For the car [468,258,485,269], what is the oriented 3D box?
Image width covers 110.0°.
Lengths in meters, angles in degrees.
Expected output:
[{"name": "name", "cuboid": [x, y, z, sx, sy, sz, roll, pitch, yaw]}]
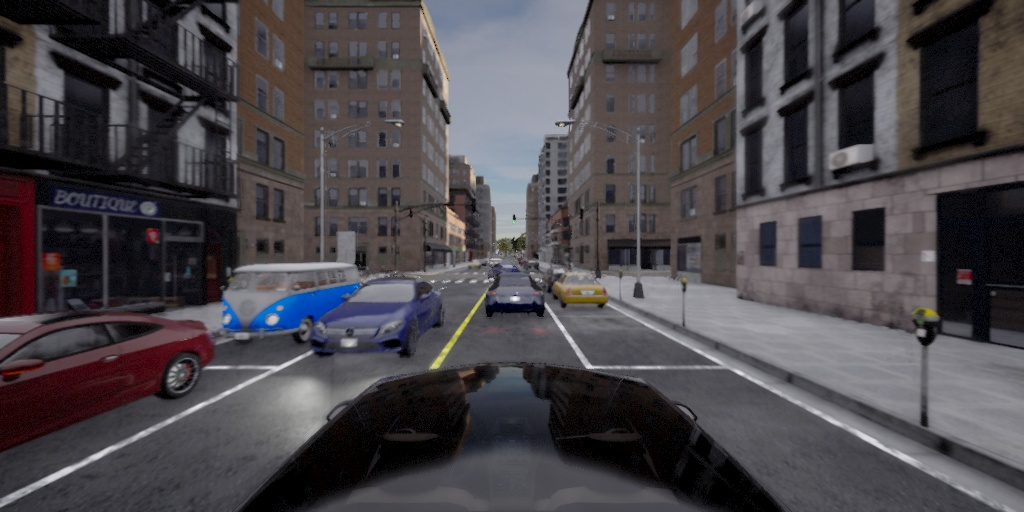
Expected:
[{"name": "car", "cuboid": [-5.398, 1.141, 52.464, 1.751, 1.417, 4.829, 0, 0, 0]}]

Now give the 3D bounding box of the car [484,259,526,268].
[{"name": "car", "cuboid": [-0.648, 1.207, 28.007, 1.812, 1.442, 4.674, 0, 0, -14]}]

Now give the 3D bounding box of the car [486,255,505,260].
[{"name": "car", "cuboid": [-2.787, 0.810, 62.264, 2.150, 2.045, 5.566, 0, 0, 1]}]

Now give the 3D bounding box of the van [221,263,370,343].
[{"name": "van", "cuboid": [-5.393, 1.071, 9.265, 1.690, 1.789, 3.998, 0, 0, 0]}]

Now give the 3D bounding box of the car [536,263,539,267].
[{"name": "car", "cuboid": [2.636, 1.253, 20.080, 2.007, 1.370, 4.403, 0, 0, 0]}]

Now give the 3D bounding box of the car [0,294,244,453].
[{"name": "car", "cuboid": [-5.393, 1.326, 3.859, 1.802, 1.307, 4.207, 0, 0, 0]}]

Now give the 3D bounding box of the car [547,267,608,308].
[{"name": "car", "cuboid": [2.642, 1.241, 14.844, 1.751, 1.417, 4.829, 0, 0, 0]}]

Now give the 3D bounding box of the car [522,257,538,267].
[{"name": "car", "cuboid": [2.628, 1.182, 46.956, 2.007, 1.370, 4.403, 0, 0, 0]}]

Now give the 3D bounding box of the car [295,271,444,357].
[{"name": "car", "cuboid": [-2.851, 1.257, 8.627, 1.812, 1.442, 4.674, 0, 0, 0]}]

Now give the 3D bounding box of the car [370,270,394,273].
[{"name": "car", "cuboid": [-5.393, 1.266, 14.671, 2.007, 1.370, 4.403, 0, 0, 0]}]

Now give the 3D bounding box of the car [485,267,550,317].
[{"name": "car", "cuboid": [0.095, 1.284, 13.036, 1.994, 1.385, 4.181, 0, 0, 0]}]

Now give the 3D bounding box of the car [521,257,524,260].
[{"name": "car", "cuboid": [2.627, 1.198, 52.637, 1.802, 1.307, 4.207, 0, 0, 0]}]
